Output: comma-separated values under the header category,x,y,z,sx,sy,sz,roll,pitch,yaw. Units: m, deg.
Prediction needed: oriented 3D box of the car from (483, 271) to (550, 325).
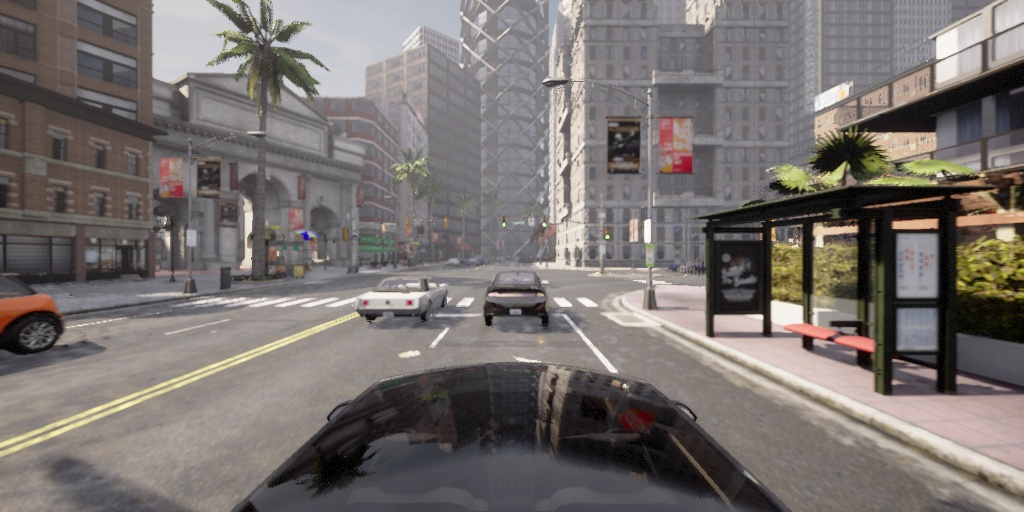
category,x,y,z,sx,sy,sz,roll,pitch,yaw
car,0.199,1.212,11.638,2.128,1.511,4.902,0,0,2

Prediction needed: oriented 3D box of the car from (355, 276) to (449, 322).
category,x,y,z,sx,sy,sz,roll,pitch,yaw
car,-3.409,1.319,12.134,1.895,1.301,4.718,0,0,0

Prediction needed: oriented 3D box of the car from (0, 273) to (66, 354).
category,x,y,z,sx,sy,sz,roll,pitch,yaw
car,-10.600,1.090,5.636,2.097,1.767,4.553,0,0,0

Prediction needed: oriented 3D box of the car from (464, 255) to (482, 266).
category,x,y,z,sx,sy,sz,roll,pitch,yaw
car,-7.004,1.084,65.024,1.812,1.442,4.674,0,0,0

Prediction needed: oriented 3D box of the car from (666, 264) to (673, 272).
category,x,y,z,sx,sy,sz,roll,pitch,yaw
car,20.624,1.230,41.663,4.718,1.301,1.895,0,0,0

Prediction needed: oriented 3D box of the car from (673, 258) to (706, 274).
category,x,y,z,sx,sy,sz,roll,pitch,yaw
car,20.211,0.991,38.156,4.553,1.767,2.097,0,0,0
